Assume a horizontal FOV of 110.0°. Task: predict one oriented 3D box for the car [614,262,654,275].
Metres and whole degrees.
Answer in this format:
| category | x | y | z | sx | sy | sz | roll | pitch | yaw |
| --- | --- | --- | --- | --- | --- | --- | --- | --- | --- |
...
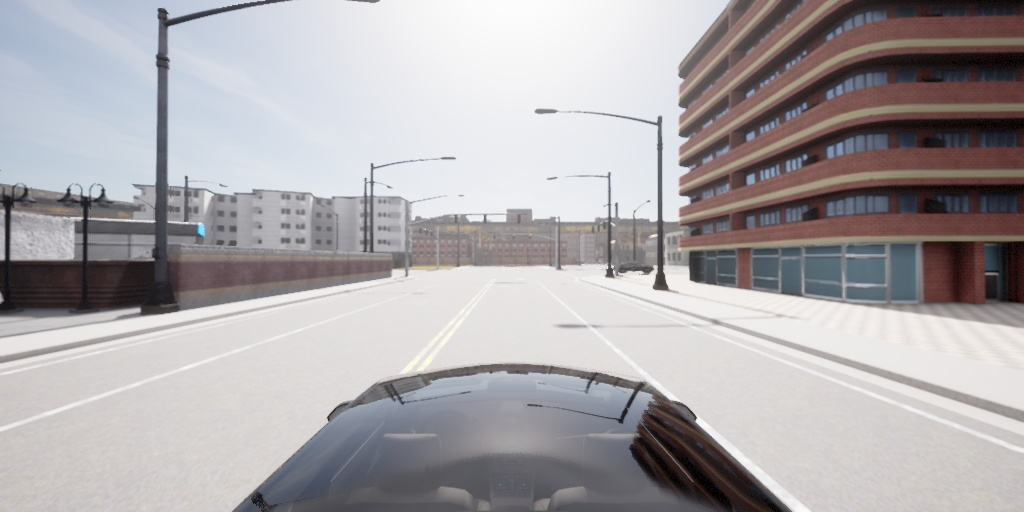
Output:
| category | x | y | z | sx | sy | sz | roll | pitch | yaw |
| --- | --- | --- | --- | --- | --- | --- | --- | --- | --- |
| car | 14.761 | 1.406 | 43.450 | 4.674 | 1.442 | 1.812 | -1 | -1 | 1 |
